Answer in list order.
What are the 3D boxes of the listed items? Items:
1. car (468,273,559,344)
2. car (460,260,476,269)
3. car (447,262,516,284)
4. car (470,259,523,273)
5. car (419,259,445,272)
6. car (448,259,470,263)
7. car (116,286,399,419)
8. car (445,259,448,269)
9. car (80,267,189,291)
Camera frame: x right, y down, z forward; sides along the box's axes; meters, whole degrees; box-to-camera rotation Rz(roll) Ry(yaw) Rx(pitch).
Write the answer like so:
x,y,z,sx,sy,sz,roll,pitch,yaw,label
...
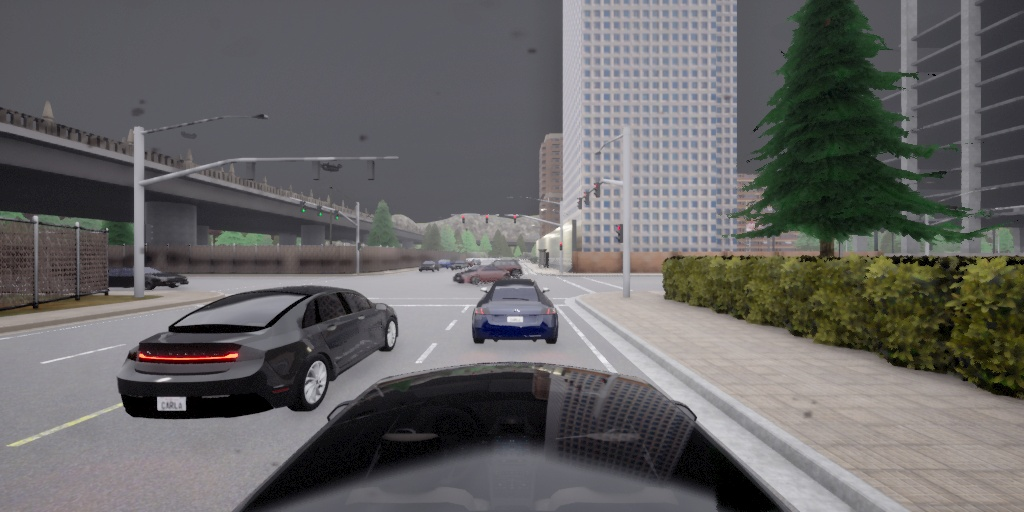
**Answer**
x,y,z,sx,sy,sz,roll,pitch,yaw,label
0.079,1.314,9.611,1.994,1.385,4.181,0,0,0,car
-7.083,1.351,57.986,1.895,1.301,4.718,0,0,0,car
-2.153,1.344,25.705,4.181,1.385,1.994,0,0,-39,car
-1.238,1.128,32.873,4.553,1.767,2.097,0,0,0,car
-10.593,1.297,46.480,2.033,1.411,5.357,0,0,0,car
-7.085,1.314,49.232,1.994,1.385,4.181,0,0,0,car
-3.440,1.255,6.068,1.837,1.490,4.892,0,0,0,car
-10.588,1.227,55.930,1.882,1.535,5.008,0,0,0,car
-23.281,1.353,22.127,5.357,1.411,2.033,0,0,0,car
